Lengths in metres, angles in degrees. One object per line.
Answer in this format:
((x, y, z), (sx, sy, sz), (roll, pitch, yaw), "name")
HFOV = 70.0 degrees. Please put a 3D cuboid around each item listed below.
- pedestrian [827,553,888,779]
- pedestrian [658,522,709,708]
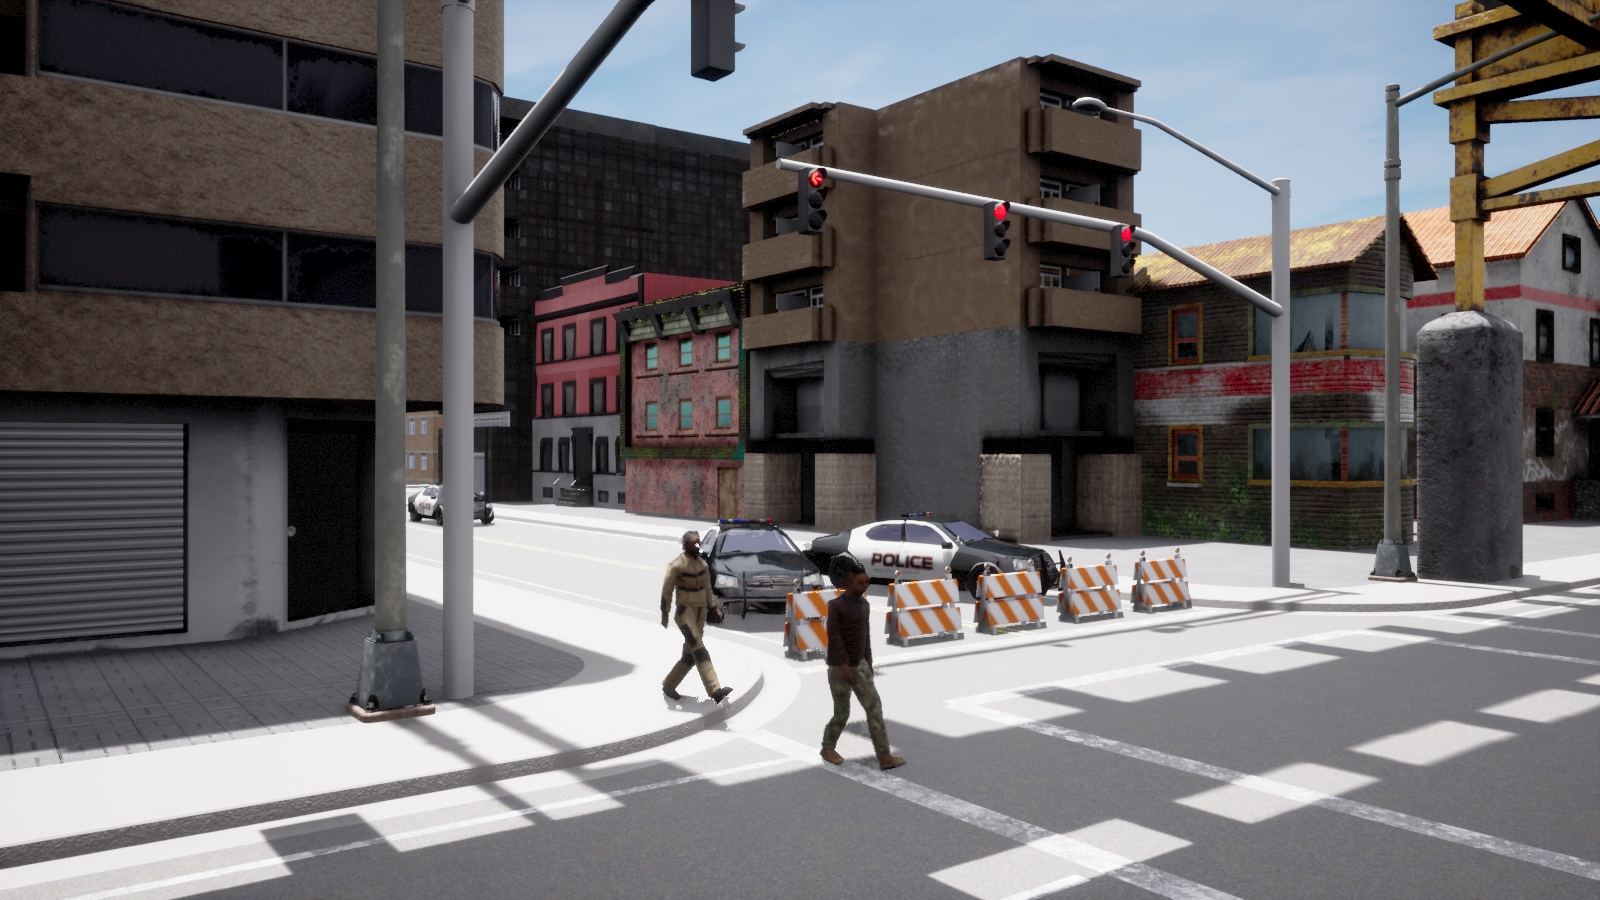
((0.499, 1.848, 9.925), (0.375, 1.860, 0.375), (0, 0, -41), "pedestrian")
((-1.216, 1.699, 11.894), (0.375, 1.860, 0.375), (0, 0, 43), "pedestrian")
